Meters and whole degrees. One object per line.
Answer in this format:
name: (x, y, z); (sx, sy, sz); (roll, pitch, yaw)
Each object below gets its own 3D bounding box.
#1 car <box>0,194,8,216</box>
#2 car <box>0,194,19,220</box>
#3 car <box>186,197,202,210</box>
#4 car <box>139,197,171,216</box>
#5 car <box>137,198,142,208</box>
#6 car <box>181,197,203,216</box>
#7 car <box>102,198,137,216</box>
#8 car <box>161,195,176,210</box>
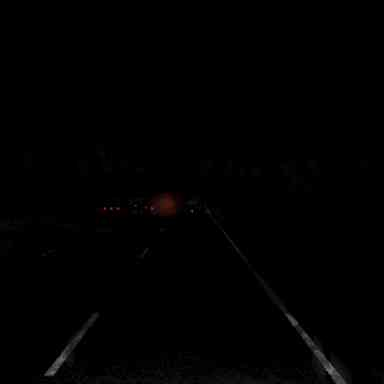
car: (-18.487, 1.172, 28.643); (2.150, 2.045, 5.566); (0, 0, 0)
car: (-15.007, 1.181, 24.586); (2.150, 2.045, 5.566); (0, 0, 0)
car: (0.305, 1.404, 42.944); (1.882, 1.535, 5.008); (0, 0, 2)
car: (-3.459, 1.509, 31.764); (1.994, 1.385, 4.181); (0, 0, 1)
car: (-6.713, 1.452, 42.509); (1.812, 1.442, 4.674); (0, 0, 2)
car: (0.038, 1.472, 31.351); (1.812, 1.442, 4.674); (0, 0, 1)
car: (-6.962, 1.493, 31.354); (2.033, 1.411, 5.357); (0, 0, 1)
car: (-3.217, 1.278, 42.313); (2.097, 1.767, 4.553); (0, 0, 2)
